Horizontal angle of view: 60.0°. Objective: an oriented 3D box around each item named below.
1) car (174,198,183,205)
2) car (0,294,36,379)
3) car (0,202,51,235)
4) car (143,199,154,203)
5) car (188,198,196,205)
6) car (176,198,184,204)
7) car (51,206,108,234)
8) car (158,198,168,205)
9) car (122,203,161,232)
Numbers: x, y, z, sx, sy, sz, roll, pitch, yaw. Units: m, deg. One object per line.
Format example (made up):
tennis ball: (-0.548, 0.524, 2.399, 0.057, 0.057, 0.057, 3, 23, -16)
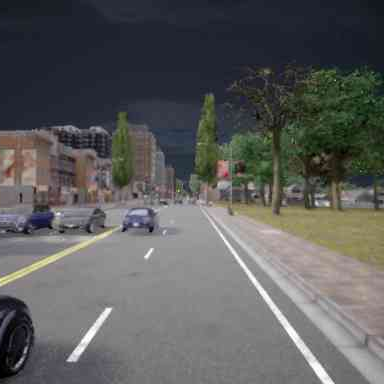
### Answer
car: (-3.295, 2.229, 78.777, 1.812, 1.442, 4.674, 0, -1, 0)
car: (-3.152, 1.586, 2.926, 1.994, 1.385, 4.181, 0, 0, 0)
car: (-9.828, 1.499, 19.585, 2.097, 1.767, 4.553, 0, 0, 0)
car: (-9.793, 2.218, 75.005, 2.128, 1.511, 4.902, 0, -1, 0)
car: (-0.045, 2.228, 78.780, 2.128, 1.511, 4.902, 0, -1, 0)
car: (-3.301, 2.407, 89.855, 2.033, 1.411, 5.357, 0, -1, 0)
car: (-6.573, 1.661, 20.474, 1.837, 1.490, 4.892, 0, -1, 0)
car: (-6.543, 2.170, 75.007, 1.882, 1.535, 5.008, 0, -1, 0)
car: (-3.162, 1.682, 21.020, 1.812, 1.442, 4.674, 0, 0, 0)
